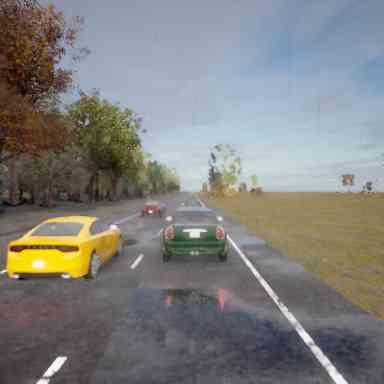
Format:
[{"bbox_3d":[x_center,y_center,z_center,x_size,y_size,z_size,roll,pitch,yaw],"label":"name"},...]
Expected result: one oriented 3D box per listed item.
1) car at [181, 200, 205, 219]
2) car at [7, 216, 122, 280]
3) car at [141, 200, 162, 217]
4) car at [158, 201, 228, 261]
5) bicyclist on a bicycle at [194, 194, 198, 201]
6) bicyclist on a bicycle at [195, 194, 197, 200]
[{"bbox_3d":[0.103,1.495,29.206,1.994,1.385,4.181,0,0,0],"label":"car"},{"bbox_3d":[-3.408,1.453,9.894,1.882,1.535,5.008,0,0,0],"label":"car"},{"bbox_3d":[-3.396,1.455,29.687,1.812,1.442,4.674,0,0,0],"label":"car"},{"bbox_3d":[0.094,1.322,12.290,2.097,1.767,4.553,0,0,0],"label":"car"},{"bbox_3d":[0.981,1.257,78.199,0.866,1.612,1.509,0,0,0],"label":"bicyclist on a bicycle"},{"bbox_3d":[0.988,1.250,87.200,0.582,1.620,1.656,0,0,0],"label":"bicyclist on a bicycle"}]
